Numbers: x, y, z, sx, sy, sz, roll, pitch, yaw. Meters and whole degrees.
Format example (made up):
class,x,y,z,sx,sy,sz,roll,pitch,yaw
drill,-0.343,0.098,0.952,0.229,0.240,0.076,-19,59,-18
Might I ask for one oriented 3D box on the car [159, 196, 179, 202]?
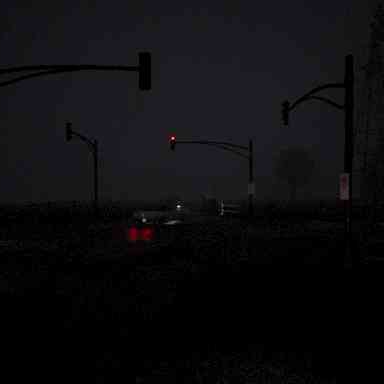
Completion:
class,x,y,z,sx,sy,sz,roll,pitch,yaw
car,-2.970,1.485,37.690,2.128,1.511,4.902,0,0,-1

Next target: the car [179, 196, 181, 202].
class,x,y,z,sx,sy,sz,roll,pitch,yaw
car,-3.024,1.595,47.506,1.895,1.301,4.718,0,0,0

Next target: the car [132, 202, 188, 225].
class,x,y,z,sx,sy,sz,roll,pitch,yaw
car,-2.121,1.580,23.824,1.895,1.301,4.718,0,-1,28

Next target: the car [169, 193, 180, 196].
class,x,y,z,sx,sy,sz,roll,pitch,yaw
car,-3.074,1.217,57.857,2.150,2.045,5.566,0,0,0
